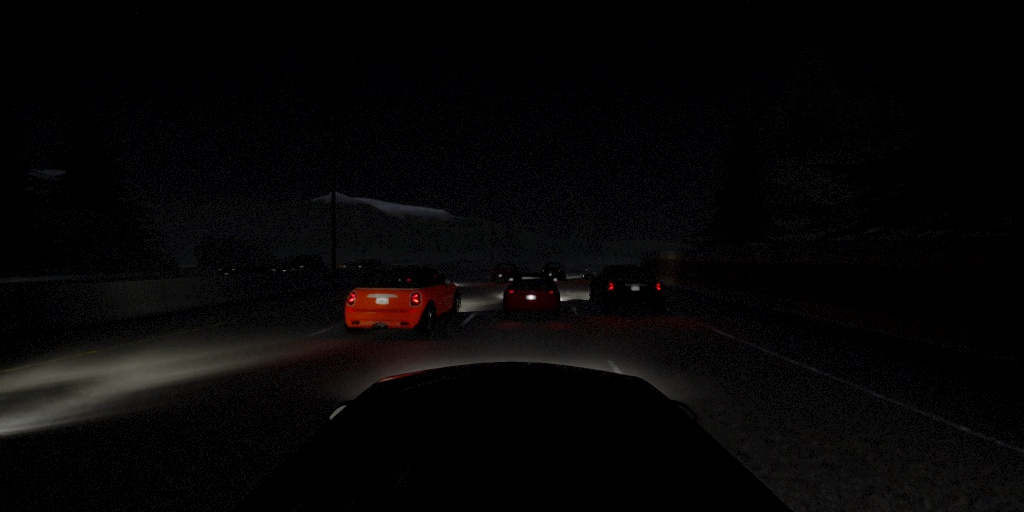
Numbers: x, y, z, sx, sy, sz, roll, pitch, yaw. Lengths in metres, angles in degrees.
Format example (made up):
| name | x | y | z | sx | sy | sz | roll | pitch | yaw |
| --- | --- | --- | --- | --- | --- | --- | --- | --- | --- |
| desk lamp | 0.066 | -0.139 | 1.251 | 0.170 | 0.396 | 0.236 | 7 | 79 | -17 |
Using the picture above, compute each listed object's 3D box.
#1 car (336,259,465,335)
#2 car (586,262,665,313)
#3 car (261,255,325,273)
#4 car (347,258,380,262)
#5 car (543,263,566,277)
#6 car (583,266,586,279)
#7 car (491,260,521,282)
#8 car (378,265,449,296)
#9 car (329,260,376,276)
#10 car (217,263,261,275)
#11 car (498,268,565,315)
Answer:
| name | x | y | z | sx | sy | sz | roll | pitch | yaw |
| --- | --- | --- | --- | --- | --- | --- | --- | --- | --- |
| car | -2.959 | 1.093 | 10.681 | 2.097 | 1.767 | 4.553 | 0 | 0 | 4 |
| car | 4.364 | 1.116 | 14.223 | 2.097 | 1.767 | 4.553 | 0 | 0 | 5 |
| car | -20.830 | 0.906 | 34.857 | 2.150 | 2.045 | 5.566 | 0 | 0 | 12 |
| car | -13.882 | 1.060 | 33.728 | 2.097 | 1.767 | 4.553 | 0 | 0 | 13 |
| car | 3.562 | 1.288 | 30.827 | 1.812 | 1.442 | 4.674 | 0 | 0 | 13 |
| car | 7.549 | 1.300 | 32.478 | 1.812 | 1.442 | 4.674 | 0 | 0 | 14 |
| car | -0.413 | 1.275 | 29.029 | 1.812 | 1.442 | 4.674 | 0 | 0 | 12 |
| car | -5.453 | 1.281 | 20.749 | 2.033 | 1.411 | 5.357 | 0 | 0 | 8 |
| car | -16.578 | 1.177 | 37.632 | 1.882 | 1.535 | 5.008 | 0 | 0 | 14 |
| car | -24.667 | 1.275 | 33.634 | 1.895 | 1.301 | 4.718 | 0 | 0 | 12 |
| car | 0.795 | 1.317 | 13.662 | 1.994 | 1.385 | 4.181 | 0 | 0 | 5 |
